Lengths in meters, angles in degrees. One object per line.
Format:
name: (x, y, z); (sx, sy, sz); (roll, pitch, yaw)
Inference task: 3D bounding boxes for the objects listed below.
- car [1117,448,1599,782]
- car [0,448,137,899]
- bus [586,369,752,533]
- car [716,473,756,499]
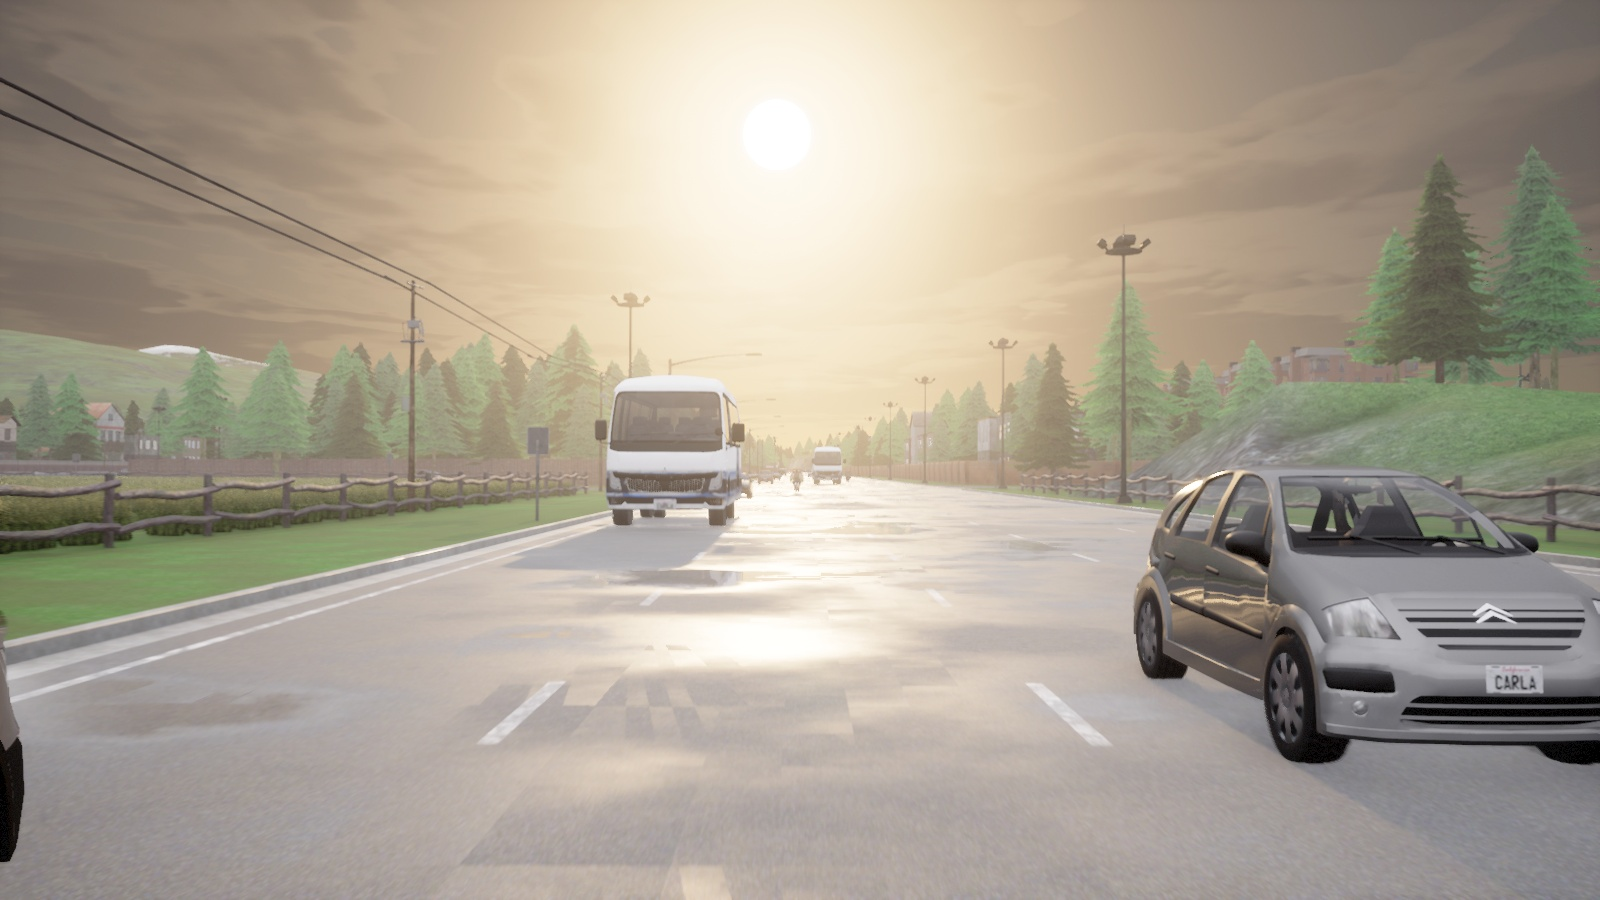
car: (3.480, 0.832, 8.098); (1.851, 1.617, 3.988); (0, -1, 0)
car: (-3.506, 0.796, 2.289); (2.033, 1.649, 4.856); (0, -1, 0)
bus: (-3.596, 0.073, 37.769); (3.944, 4.253, 10.273); (0, -1, 0)
car: (-3.675, 2.073, 72.720); (2.033, 1.411, 5.357); (0, -1, 0)
